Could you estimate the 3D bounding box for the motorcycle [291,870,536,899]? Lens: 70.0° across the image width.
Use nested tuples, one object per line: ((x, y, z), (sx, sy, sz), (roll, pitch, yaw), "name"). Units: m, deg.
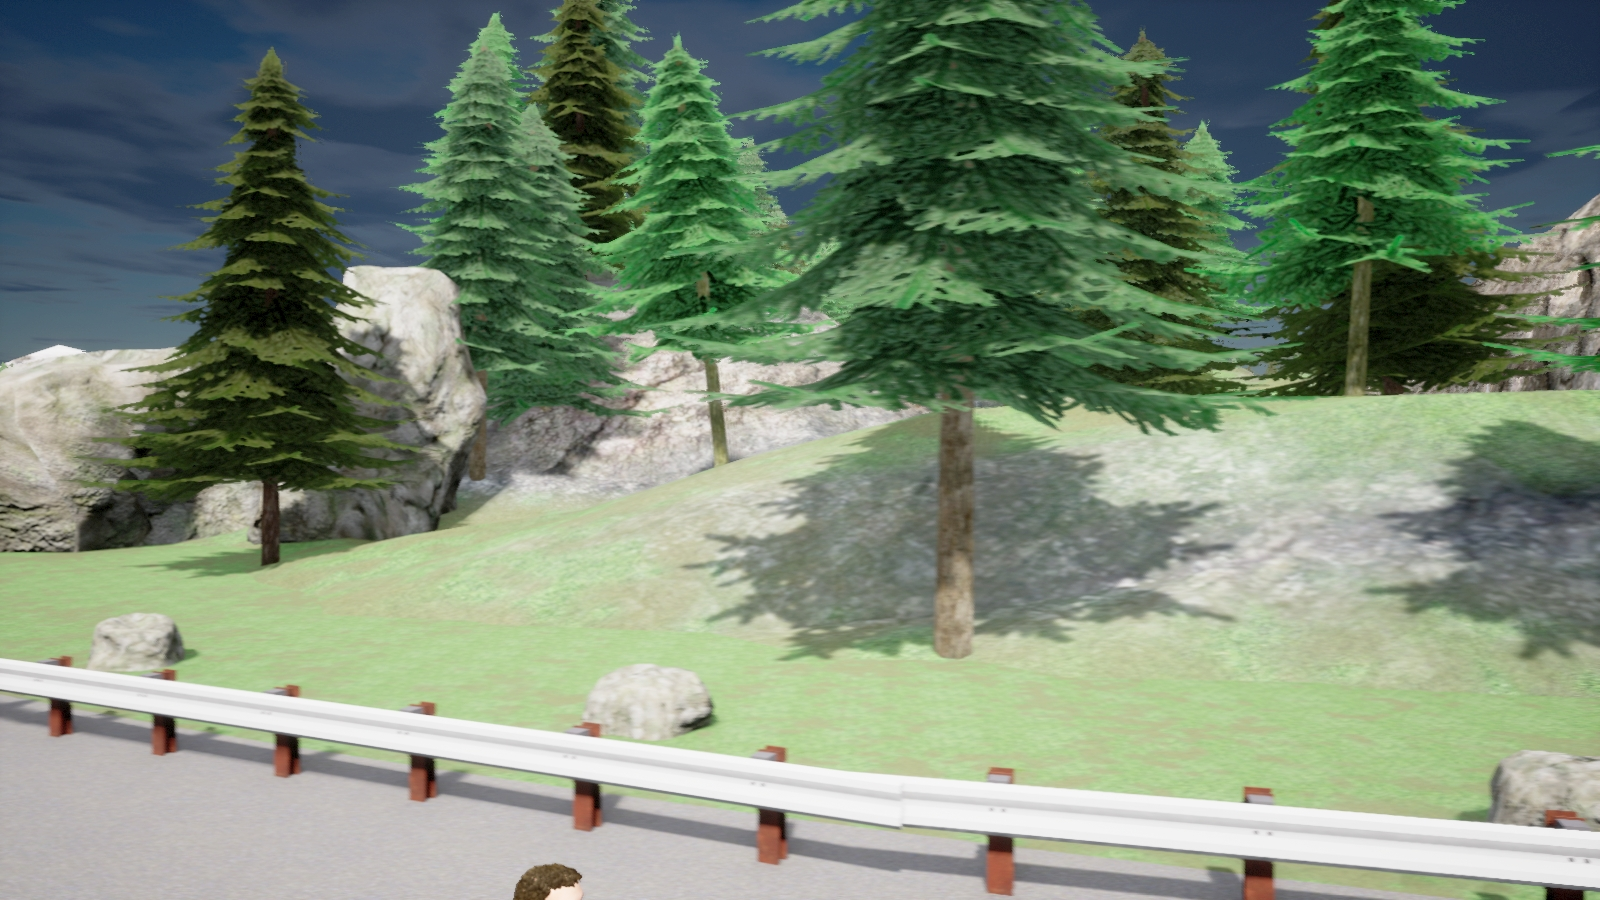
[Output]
((-0.860, 2.176, 3.529), (2.033, 1.217, 0.803), (0, -1, 21), "motorcycle")
